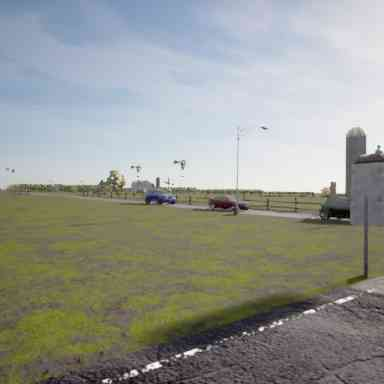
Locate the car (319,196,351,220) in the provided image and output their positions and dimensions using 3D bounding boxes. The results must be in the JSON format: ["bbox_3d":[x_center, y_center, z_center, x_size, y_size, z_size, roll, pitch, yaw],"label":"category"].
[{"bbox_3d":[11.315,1.175,23.272,2.097,1.767,4.553,1,0,-33],"label":"car"}]

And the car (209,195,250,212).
[{"bbox_3d":[3.753,1.115,33.875,1.882,1.535,5.008,1,0,-36],"label":"car"}]

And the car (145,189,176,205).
[{"bbox_3d":[-4.362,0.662,45.048,2.150,2.045,5.566,1,1,-36],"label":"car"}]
